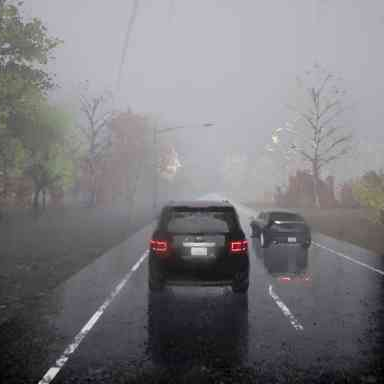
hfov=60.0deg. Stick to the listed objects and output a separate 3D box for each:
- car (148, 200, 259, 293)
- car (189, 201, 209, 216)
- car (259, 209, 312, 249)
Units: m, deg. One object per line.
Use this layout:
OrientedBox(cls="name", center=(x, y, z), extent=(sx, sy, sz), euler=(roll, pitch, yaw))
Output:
OrientedBox(cls="car", center=(0.160, 1.223, 8.991), extent=(2.150, 2.045, 5.566), euler=(0, 0, 1))
OrientedBox(cls="car", center=(0.724, 1.606, 33.065), extent=(1.895, 1.301, 4.718), euler=(0, 0, 2))
OrientedBox(cls="car", center=(3.738, 1.507, 14.657), extent=(1.837, 1.490, 4.892), euler=(0, 0, 1))
